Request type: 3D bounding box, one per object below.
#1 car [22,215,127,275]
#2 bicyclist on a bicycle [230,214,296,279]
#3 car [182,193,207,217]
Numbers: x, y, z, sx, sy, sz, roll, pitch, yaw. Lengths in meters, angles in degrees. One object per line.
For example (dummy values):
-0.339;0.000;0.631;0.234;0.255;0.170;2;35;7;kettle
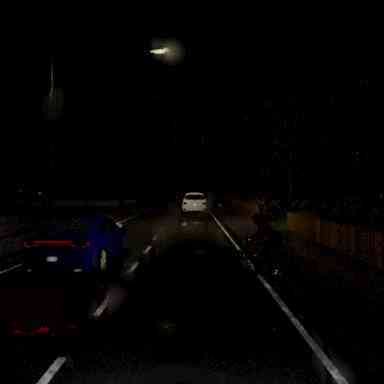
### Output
-3.344;1.449;10.436;1.882;1.535;5.008;0;0;0;car
1.779;1.384;8.321;1.656;1.620;0.582;0;0;0;bicyclist on a bicycle
0.256;1.138;30.872;2.150;2.045;5.566;0;0;0;car
